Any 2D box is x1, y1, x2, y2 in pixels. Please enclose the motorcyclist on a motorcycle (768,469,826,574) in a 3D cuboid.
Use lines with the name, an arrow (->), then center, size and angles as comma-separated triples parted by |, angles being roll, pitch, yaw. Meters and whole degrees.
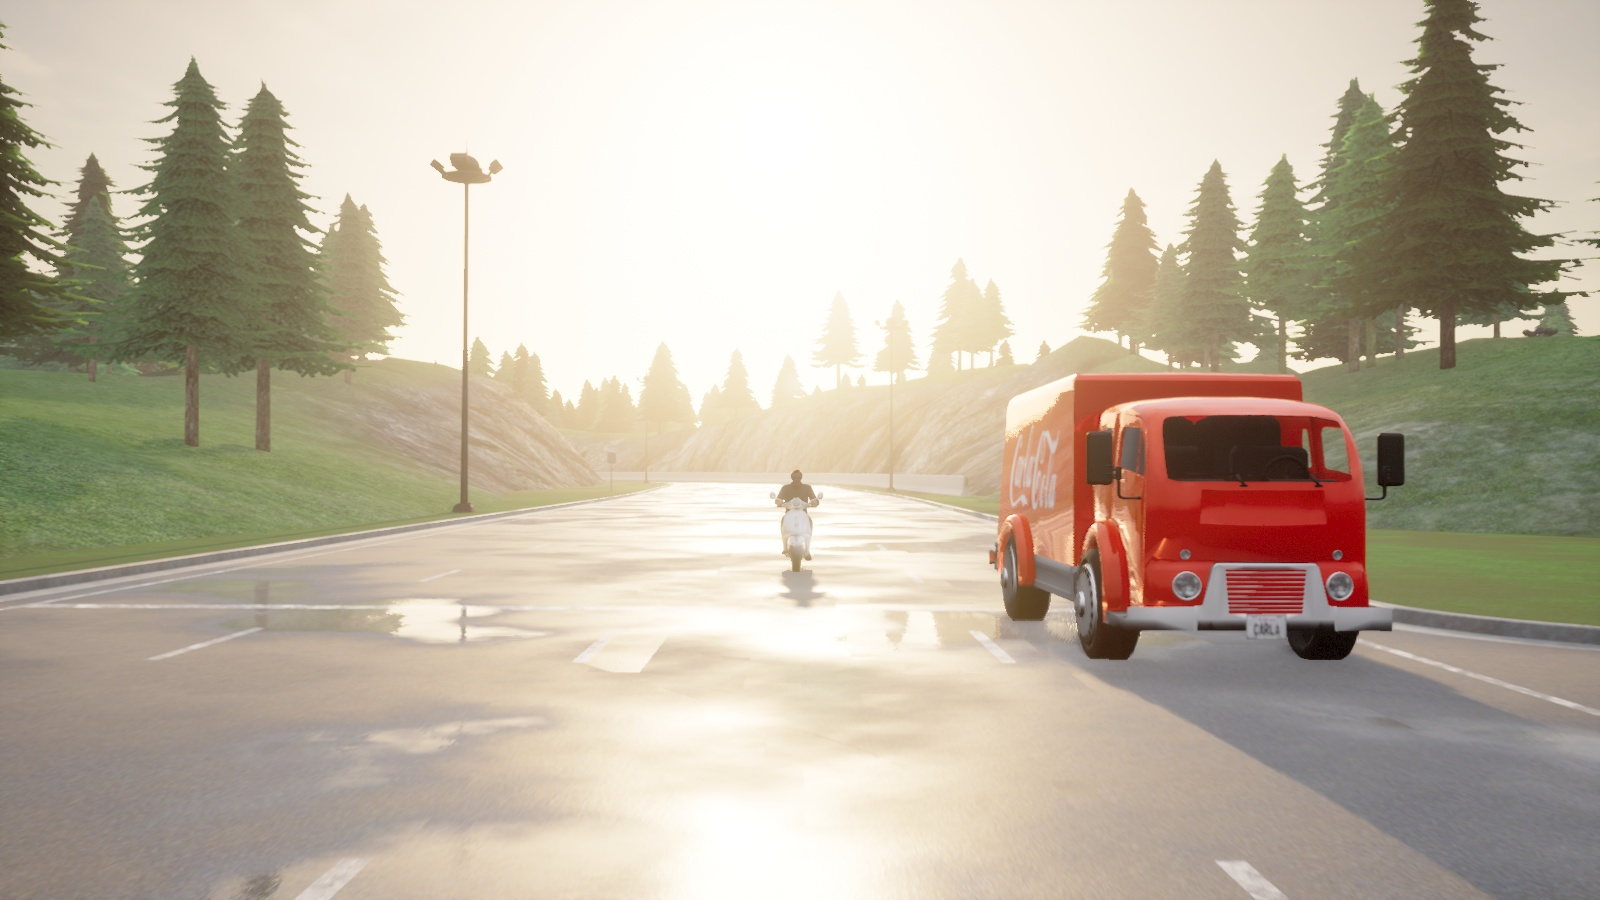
motorcyclist on a motorcycle -> -0.048, 1.103, 19.964 | 0.866, 1.590, 1.817 | 0, -1, 0

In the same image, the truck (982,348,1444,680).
truck -> 3.461, 0.512, 11.987 | 2.627, 2.467, 5.204 | 0, -1, -1
